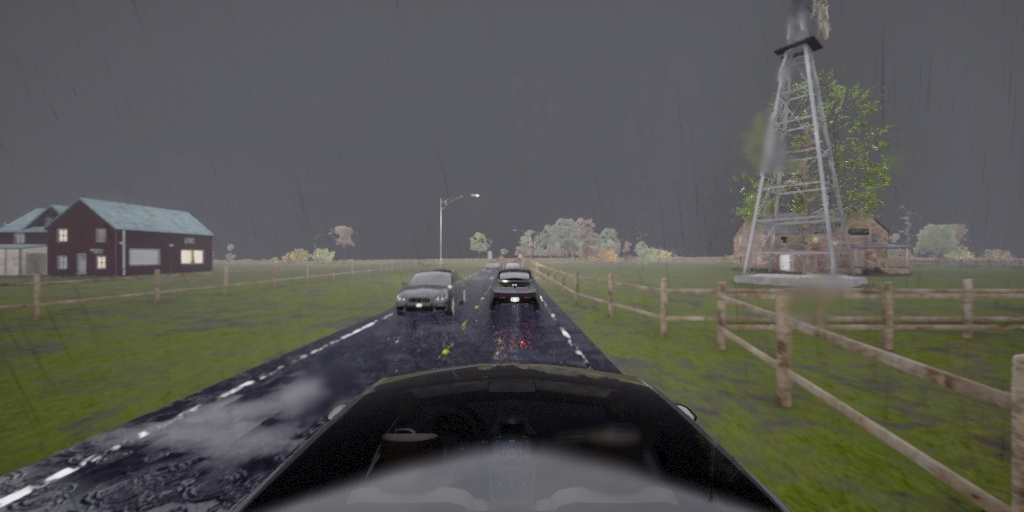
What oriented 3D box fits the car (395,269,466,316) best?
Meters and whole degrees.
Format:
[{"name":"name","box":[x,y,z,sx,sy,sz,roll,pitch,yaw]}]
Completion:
[{"name":"car","box":[-2.850,1.256,13.424,1.837,1.490,4.892,0,0,0]}]

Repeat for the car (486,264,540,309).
[{"name":"car","box":[0.099,1.256,14.813,1.837,1.490,4.892,0,0,0]}]

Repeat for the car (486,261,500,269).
[{"name":"car","box":[-2.818,1.346,53.805,1.895,1.301,4.718,0,0,0]}]

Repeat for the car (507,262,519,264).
[{"name":"car","box":[0.099,1.297,36.705,2.033,1.411,5.357,0,0,0]}]
